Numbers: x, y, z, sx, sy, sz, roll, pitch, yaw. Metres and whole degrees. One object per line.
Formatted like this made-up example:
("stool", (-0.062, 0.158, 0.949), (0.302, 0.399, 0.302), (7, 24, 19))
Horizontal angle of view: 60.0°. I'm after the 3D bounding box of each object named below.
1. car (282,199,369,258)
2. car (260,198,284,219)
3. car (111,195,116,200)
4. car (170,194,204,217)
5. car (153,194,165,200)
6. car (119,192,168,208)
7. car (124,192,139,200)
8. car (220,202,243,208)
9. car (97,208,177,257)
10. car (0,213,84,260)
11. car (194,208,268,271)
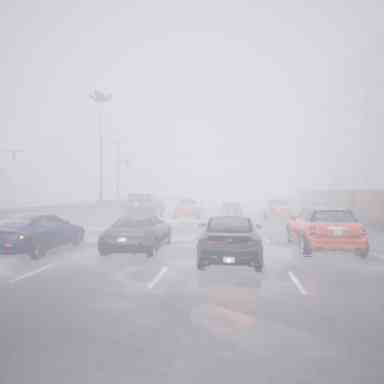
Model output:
("car", (5.025, 1.333, 12.972), (2.097, 1.767, 4.553), (0, 0, 7))
("car", (6.716, 1.304, 26.887), (2.097, 1.767, 4.553), (0, 0, 7))
("car", (-18.331, 1.304, 82.241), (1.895, 1.301, 4.718), (0, 0, 7))
("car", (-0.228, 1.285, 27.772), (2.097, 1.767, 4.553), (0, 0, 7))
("car", (-7.911, 1.238, 80.945), (1.837, 1.490, 4.892), (0, 0, 7))
("car", (-3.800, 1.137, 27.389), (2.150, 2.045, 5.566), (0, -1, 7))
("car", (-14.858, 0.944, 81.797), (2.150, 2.045, 5.566), (0, 0, 7))
("car", (3.255, 1.489, 27.393), (2.033, 1.411, 5.357), (0, 0, 7))
("car", (-2.038, 1.528, 12.873), (1.994, 1.385, 4.181), (0, 0, 7))
("car", (-5.652, 1.482, 12.162), (1.812, 1.442, 4.674), (0, 0, 7))
("car", (1.243, 1.481, 10.894), (1.837, 1.490, 4.892), (0, 0, 7))
